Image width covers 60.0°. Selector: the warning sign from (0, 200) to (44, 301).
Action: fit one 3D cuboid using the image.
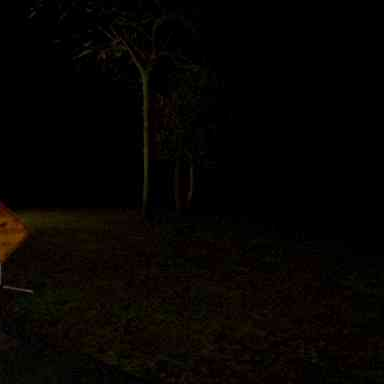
[{"bbox_3d":[-3.898,1.111,6.718,1.060,1.860,1.300,0,0,36],"label":"warning sign"}]
